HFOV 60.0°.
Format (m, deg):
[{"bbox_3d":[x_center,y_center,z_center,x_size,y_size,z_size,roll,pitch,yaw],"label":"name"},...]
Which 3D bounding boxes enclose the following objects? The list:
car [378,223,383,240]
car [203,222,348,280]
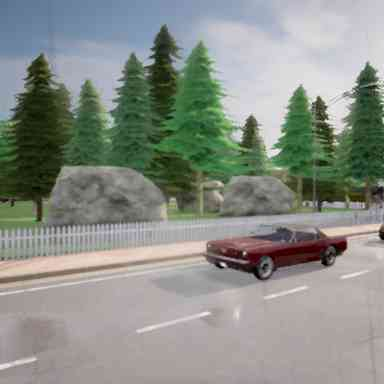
[{"bbox_3d":[10.773,1.650,15.918,4.181,1.385,1.994,0,0,-35],"label":"car"},{"bbox_3d":[2.651,1.639,10.157,4.718,1.301,1.895,0,0,-35],"label":"car"}]
